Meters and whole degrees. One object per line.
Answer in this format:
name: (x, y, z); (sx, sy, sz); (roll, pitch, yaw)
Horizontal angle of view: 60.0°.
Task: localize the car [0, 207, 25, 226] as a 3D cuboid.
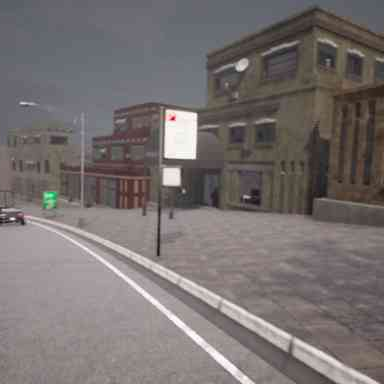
car: (-14.755, 1.904, 26.858); (1.812, 1.442, 4.674); (-2, 0, -35)
